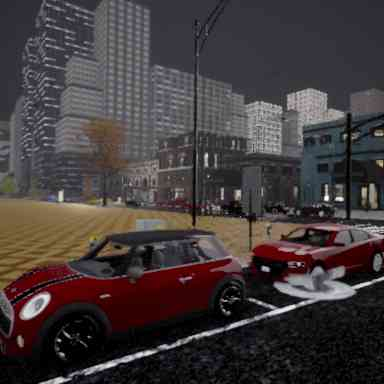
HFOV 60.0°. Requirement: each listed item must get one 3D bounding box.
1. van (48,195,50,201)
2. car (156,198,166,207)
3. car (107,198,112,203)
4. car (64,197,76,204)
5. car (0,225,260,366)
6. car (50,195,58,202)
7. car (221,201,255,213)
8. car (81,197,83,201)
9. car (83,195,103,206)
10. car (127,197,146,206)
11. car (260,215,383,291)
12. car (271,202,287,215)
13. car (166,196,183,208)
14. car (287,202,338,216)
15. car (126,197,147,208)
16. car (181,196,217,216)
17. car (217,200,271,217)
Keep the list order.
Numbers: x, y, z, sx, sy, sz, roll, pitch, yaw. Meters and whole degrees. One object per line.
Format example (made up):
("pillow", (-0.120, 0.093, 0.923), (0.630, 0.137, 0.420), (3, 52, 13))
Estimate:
("van", (-36.727, 1.716, 87.581), (1.690, 1.788, 3.998), (1, -1, -35))
("car", (-4.512, 1.721, 55.878), (1.967, 1.590, 4.097), (1, -1, -35))
("car", (-20.454, 1.941, 78.802), (1.752, 1.417, 4.829), (1, -1, -35))
("car", (-27.245, 1.859, 73.889), (1.947, 1.339, 4.313), (1, -1, -35))
("car", (-1.043, 1.441, 5.759), (4.097, 1.590, 1.967), (0, 1, -35))
("car", (-33.470, 1.872, 82.876), (1.752, 1.417, 4.829), (1, -1, -35))
("car", (5.679, 1.780, 41.300), (1.802, 1.307, 4.206), (1, -1, -35))
("car", (-26.678, 1.784, 87.791), (2.192, 1.841, 5.009), (1, -1, -35))
("car", (-17.666, 1.737, 60.060), (1.752, 1.417, 4.829), (1, -1, -35))
("car", (-10.875, 1.774, 64.974), (1.967, 1.590, 4.097), (1, -1, -35))
("car", (3.552, 1.546, 9.038), (4.507, 1.381, 1.887), (0, 1, -35))
("car", (8.800, 1.738, 36.796), (1.947, 1.339, 4.313), (1, -1, -35))
("car", (-1.323, 1.570, 51.334), (2.192, 1.841, 5.009), (1, -1, -35))
("car", (11.921, 1.697, 32.289), (2.008, 1.369, 4.403), (1, -1, -35))
("car", (-8.689, 1.684, 51.751), (2.128, 1.511, 4.902), (1, -1, -34))
("car", (1.096, 1.492, 32.749), (1.967, 1.590, 4.097), (1, -1, -35))
("car", (4.897, 1.583, 32.042), (1.837, 1.490, 4.892), (1, -1, -35))
